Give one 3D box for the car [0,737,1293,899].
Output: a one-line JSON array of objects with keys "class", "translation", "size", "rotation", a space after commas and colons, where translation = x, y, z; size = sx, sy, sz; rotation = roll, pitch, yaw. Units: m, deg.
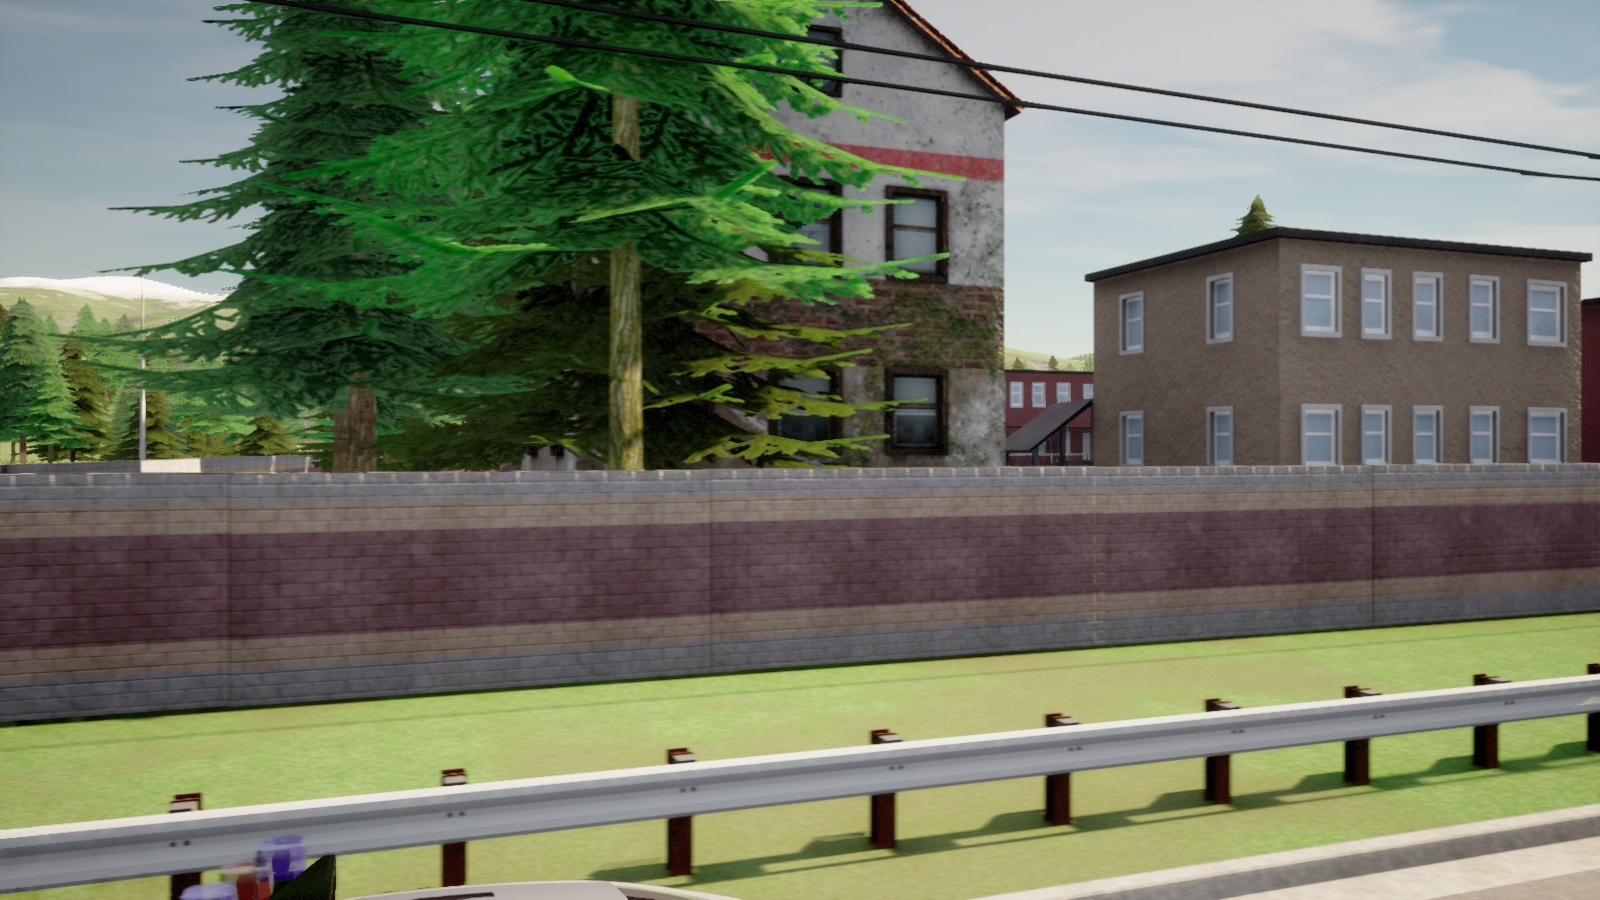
[{"class": "car", "translation": [-1.437, 1.982, 2.777], "size": [5.238, 1.638, 2.097], "rotation": [0, 0, -20]}]
